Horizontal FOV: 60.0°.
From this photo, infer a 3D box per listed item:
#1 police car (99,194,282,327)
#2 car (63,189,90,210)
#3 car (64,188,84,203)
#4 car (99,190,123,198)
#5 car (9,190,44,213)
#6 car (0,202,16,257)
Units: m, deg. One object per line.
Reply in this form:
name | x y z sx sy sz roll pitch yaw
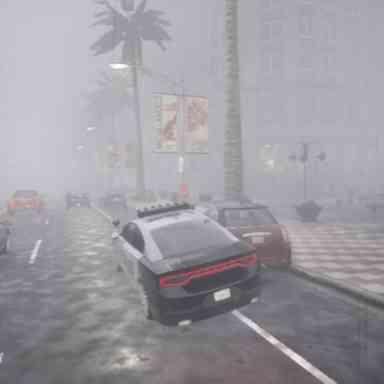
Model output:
police car | -0.567 1.080 7.108 1.930 1.638 5.238 -10 8 -21
car | -9.556 0.644 27.661 1.837 1.490 4.892 -1 2 -21
car | -13.628 0.365 38.163 2.033 1.411 5.357 -1 2 -21
car | -7.145 0.560 29.855 2.161 1.482 4.786 -1 2 -22
car | -12.278 0.603 24.842 2.097 1.767 4.553 -1 2 -21
car | -6.031 1.249 8.691 1.837 1.490 4.892 -1 2 -21
